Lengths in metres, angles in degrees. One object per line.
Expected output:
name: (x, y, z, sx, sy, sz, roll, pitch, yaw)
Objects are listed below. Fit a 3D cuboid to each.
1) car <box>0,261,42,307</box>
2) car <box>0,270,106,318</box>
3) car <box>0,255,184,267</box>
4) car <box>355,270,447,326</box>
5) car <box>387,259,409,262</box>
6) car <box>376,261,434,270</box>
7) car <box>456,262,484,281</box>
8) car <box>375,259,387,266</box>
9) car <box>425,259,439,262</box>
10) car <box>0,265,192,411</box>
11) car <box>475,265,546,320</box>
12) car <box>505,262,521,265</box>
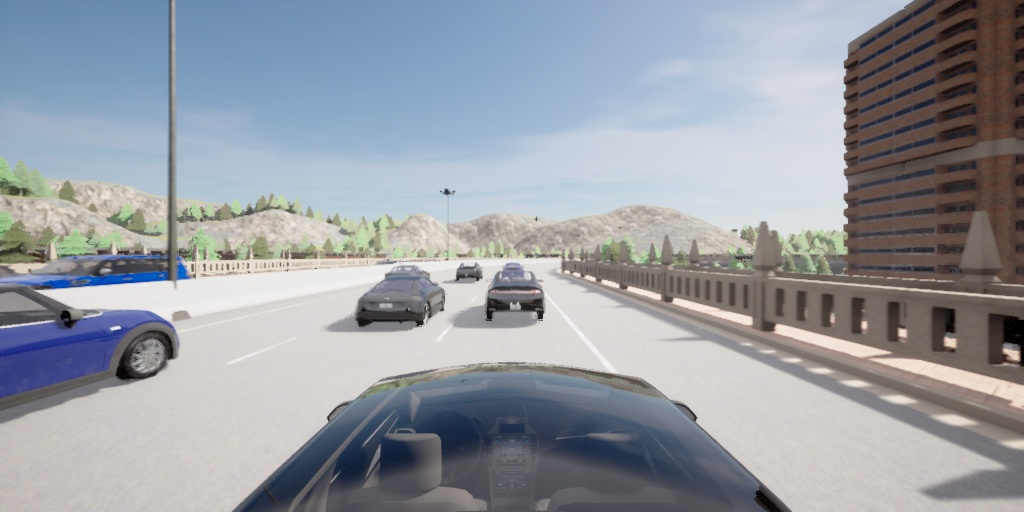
car: (-21.102, 1.096, 13.023, 2.097, 1.767, 4.553, 0, 0, 0)
car: (-17.603, 1.292, 11.985, 2.033, 1.411, 5.357, 0, 0, 0)
car: (-14.104, 0.965, 12.285, 2.150, 2.045, 5.566, 0, 0, 0)
car: (-3.402, 1.310, 11.686, 1.994, 1.385, 4.181, 0, 0, 0)
car: (-16.231, 1.253, 53.216, 1.812, 1.442, 4.674, 0, 0, 9)
car: (-6.906, 1.288, 23.914, 2.033, 1.411, 5.357, 0, 0, 0)
car: (-3.407, 1.230, 29.383, 2.128, 1.511, 4.902, 0, 0, 0)
car: (-19.379, 1.217, 55.714, 2.128, 1.511, 4.902, 0, 0, 10)
car: (-12.515, 1.219, 54.323, 2.128, 1.511, 4.902, 0, 0, 9)
car: (-6.901, 1.100, 4.398, 2.097, 1.767, 4.553, 0, 0, 0)
car: (0.098, 1.237, 12.595, 2.128, 1.511, 4.902, 0, 0, 0)
car: (0.079, 1.264, 30.545, 1.812, 1.442, 4.674, 0, 0, 0)
